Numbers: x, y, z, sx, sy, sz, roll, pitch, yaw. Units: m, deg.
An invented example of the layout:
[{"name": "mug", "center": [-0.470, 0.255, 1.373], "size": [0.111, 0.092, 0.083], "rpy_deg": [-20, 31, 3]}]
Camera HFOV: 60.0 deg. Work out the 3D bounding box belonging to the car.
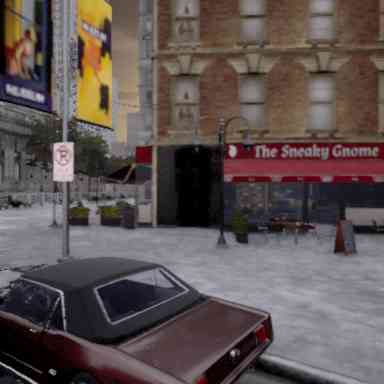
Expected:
[{"name": "car", "center": [-1.514, 1.550, 4.355], "size": [4.718, 1.301, 1.895], "rpy_deg": [1, 1, 34]}]
